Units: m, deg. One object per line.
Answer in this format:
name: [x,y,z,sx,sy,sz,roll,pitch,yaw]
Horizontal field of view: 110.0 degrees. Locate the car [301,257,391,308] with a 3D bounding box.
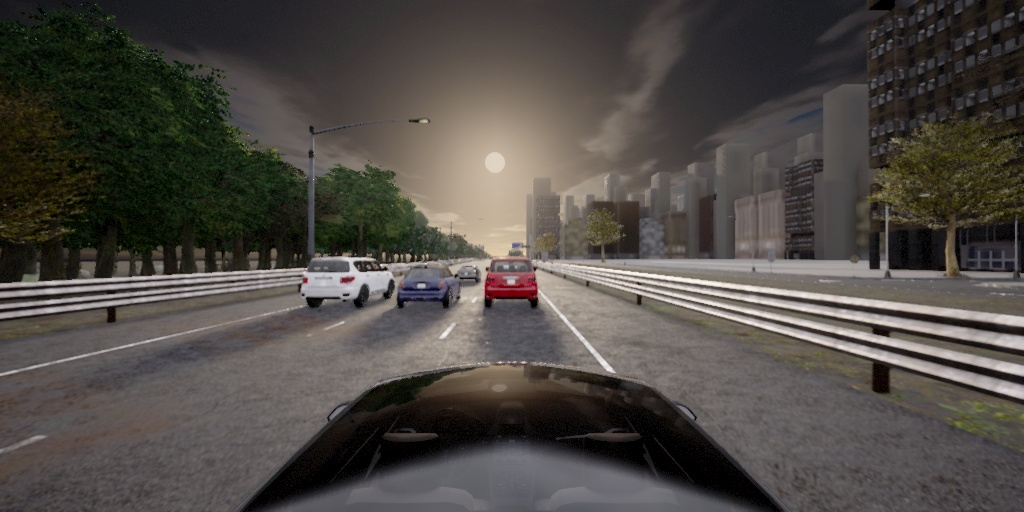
car: [-7.042,1.070,16.031,2.150,2.045,5.566,0,0,0]

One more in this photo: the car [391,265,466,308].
car: [-3.541,1.203,16.102,2.097,1.767,4.553,0,-1,0]

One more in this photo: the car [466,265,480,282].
car: [-3.689,1.494,31.048,2.033,1.411,5.357,0,0,-1]

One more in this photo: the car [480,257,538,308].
car: [-0.042,1.069,16.058,2.150,2.045,5.566,0,0,0]
